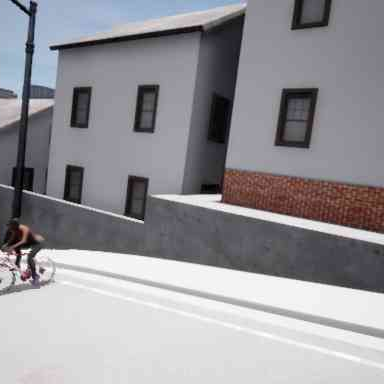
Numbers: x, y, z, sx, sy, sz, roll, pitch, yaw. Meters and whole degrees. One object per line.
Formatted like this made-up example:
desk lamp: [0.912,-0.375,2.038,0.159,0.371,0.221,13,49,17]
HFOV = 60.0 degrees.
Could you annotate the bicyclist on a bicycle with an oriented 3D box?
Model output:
bicyclist on a bicycle: [-3.816,1.402,7.447,0.582,1.620,1.656,1,1,35]
